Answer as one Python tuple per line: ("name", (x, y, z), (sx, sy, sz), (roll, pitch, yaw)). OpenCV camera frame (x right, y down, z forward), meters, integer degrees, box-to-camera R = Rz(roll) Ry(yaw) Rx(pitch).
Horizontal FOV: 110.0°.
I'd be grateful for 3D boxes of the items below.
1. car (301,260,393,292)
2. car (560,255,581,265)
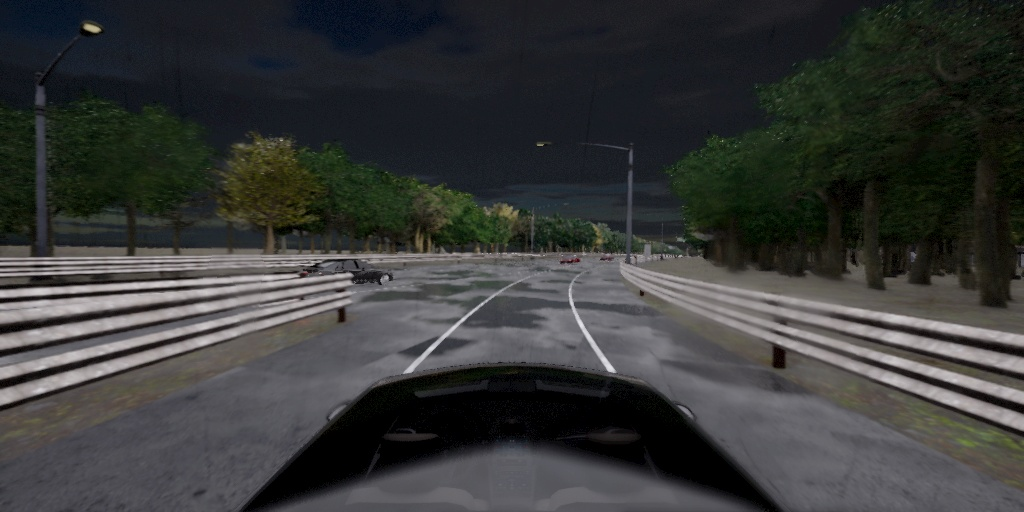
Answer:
("car", (-8.388, 0.914, 18.644), (1.837, 1.490, 4.892), (1, 1, 27))
("car", (8.493, 0.556, 51.749), (1.895, 1.301, 4.718), (1, 1, 27))
